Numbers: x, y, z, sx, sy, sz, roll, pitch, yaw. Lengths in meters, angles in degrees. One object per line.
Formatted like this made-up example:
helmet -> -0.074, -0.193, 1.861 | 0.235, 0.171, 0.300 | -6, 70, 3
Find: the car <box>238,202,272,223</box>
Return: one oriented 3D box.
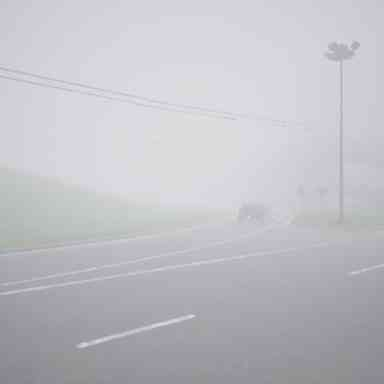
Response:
car -> 4.916, 1.506, 25.679 | 1.837, 1.490, 4.892 | 0, 0, 22
